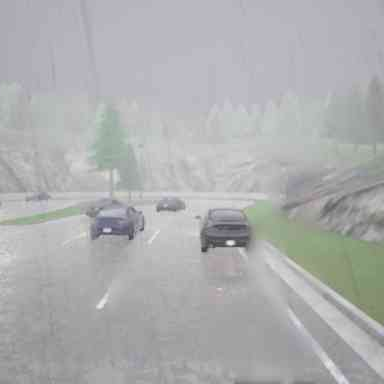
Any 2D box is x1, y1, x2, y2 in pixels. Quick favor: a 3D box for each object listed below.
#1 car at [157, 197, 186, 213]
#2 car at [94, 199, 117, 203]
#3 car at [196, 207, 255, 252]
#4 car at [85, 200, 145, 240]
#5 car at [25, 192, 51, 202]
[{"bbox_3d":[-1.918,1.176,32.030,1.994,1.385,4.181,0,1,13],"label":"car"},{"bbox_3d":[-6.550,1.232,26.010,2.033,1.411,5.357,0,1,4],"label":"car"},{"bbox_3d":[1.224,1.347,12.995,1.837,1.490,4.892,0,1,0],"label":"car"},{"bbox_3d":[-3.398,1.335,15.677,1.812,1.442,4.674,0,1,0],"label":"car"},{"bbox_3d":[-26.083,0.823,56.547,1.837,1.490,4.892,0,1,17],"label":"car"}]
